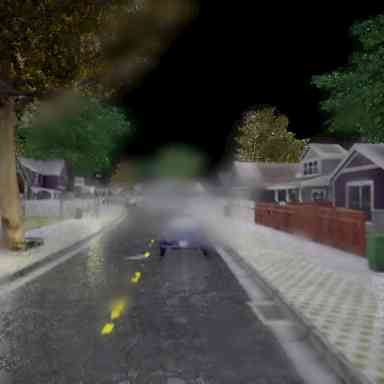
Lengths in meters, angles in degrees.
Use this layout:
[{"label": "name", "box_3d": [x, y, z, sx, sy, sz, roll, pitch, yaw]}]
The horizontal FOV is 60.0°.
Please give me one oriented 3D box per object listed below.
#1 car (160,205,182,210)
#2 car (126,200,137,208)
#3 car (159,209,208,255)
[{"label": "car", "box_3d": [-1.774, 1.830, 29.027, 1.812, 1.442, 4.674, 0, 0, -7]}, {"label": "car", "box_3d": [-11.447, 2.193, 62.998, 1.812, 1.442, 4.674, 0, -1, -15]}, {"label": "car", "box_3d": [-0.391, 1.672, 14.015, 1.812, 1.442, 4.674, 0, 0, -3]}]
